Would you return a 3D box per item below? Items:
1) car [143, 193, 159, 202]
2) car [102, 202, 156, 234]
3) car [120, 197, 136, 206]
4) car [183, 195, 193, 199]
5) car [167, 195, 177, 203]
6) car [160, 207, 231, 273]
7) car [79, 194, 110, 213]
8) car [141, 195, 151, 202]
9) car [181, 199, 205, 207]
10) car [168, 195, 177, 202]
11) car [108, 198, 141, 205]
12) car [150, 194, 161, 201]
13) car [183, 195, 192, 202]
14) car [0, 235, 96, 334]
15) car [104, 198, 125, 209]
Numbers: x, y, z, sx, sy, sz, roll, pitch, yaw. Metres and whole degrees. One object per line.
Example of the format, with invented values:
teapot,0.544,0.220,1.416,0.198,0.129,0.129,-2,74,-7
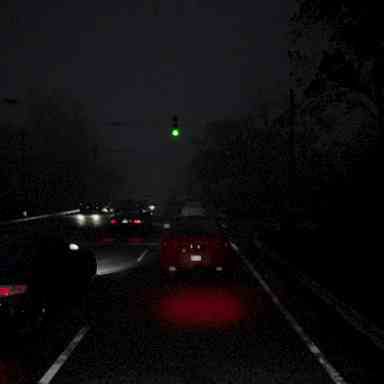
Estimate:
car,-7.289,1.220,55.934,2.150,2.045,5.566,0,0,-1
car,-3.400,1.547,19.373,2.033,1.411,5.357,0,0,0
car,-10.788,1.600,56.298,1.895,1.301,4.718,0,0,-1
car,-0.572,1.562,67.517,1.994,1.385,4.181,0,0,-2
car,-4.041,1.547,66.591,2.033,1.411,5.357,0,0,-2
car,0.101,1.478,10.650,1.882,1.535,5.008,0,0,0
car,-10.598,1.221,36.889,2.150,2.045,5.566,0,0,2
car,-7.174,1.525,45.242,1.812,1.442,4.674,0,0,0
car,0.097,1.525,26.691,1.812,1.442,4.674,0,0,0
car,-4.542,1.447,77.046,2.033,1.411,5.357,0,0,-3
car,-7.088,1.547,35.664,2.033,1.411,5.357,0,0,-1
car,-7.729,1.139,71.045,2.128,1.511,4.902,0,0,-3
car,-1.048,1.384,77.246,1.882,1.535,5.008,0,0,-3
car,-3.399,1.564,6.757,1.994,1.385,4.181,0,0,0
car,-10.684,1.563,46.275,1.994,1.385,4.181,0,0,-1
